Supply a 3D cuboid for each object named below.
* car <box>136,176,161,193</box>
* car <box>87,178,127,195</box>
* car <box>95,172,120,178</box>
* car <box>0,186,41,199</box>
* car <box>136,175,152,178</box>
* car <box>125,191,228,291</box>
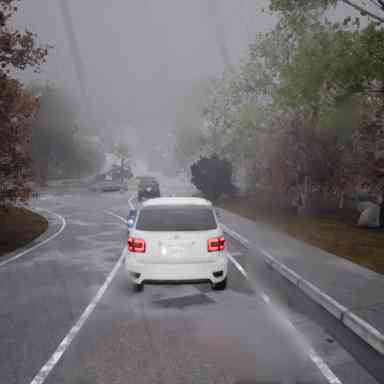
[{"bbox_3d":[-4.516,-0.310,35.184,2.150,2.045,5.566,-1,5,-7],"label":"car"},{"bbox_3d":[-10.524,-0.573,41.561,4.902,1.511,2.128,-3,6,-32],"label":"car"},{"bbox_3d":[-18.936,-3.522,74.463,5.566,2.045,2.150,0,5,1],"label":"car"},{"bbox_3d":[-18.421,-0.002,35.473,4.181,1.385,1.994,0,5,-4],"label":"car"},{"bbox_3d":[-10.400,-3.263,75.210,4.718,1.301,1.895,2,5,28],"label":"car"},{"bbox_3d":[-0.394,1.136,8.973,2.150,2.045,5.566,0,1,-2],"label":"car"}]
